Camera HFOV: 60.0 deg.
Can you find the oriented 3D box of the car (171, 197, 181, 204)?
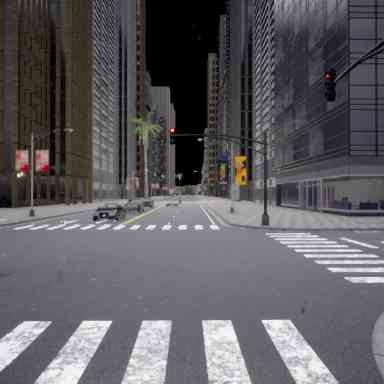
[{"bbox_3d":[-3.284,1.786,69.824,1.994,1.385,4.181,0,0,0],"label":"car"}]

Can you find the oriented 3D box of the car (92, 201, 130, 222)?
[{"bbox_3d":[-6.640,1.621,27.110,1.994,1.385,4.181,0,0,0],"label":"car"}]

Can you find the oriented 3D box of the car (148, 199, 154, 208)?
[{"bbox_3d":[-6.678,1.680,49.489,2.033,1.411,5.357,0,0,0],"label":"car"}]

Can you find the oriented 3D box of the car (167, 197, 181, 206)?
[{"bbox_3d":[-3.258,1.764,56.567,1.895,1.301,4.718,0,0,0],"label":"car"}]

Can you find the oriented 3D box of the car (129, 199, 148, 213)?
[{"bbox_3d":[-6.665,1.597,38.733,1.837,1.490,4.892,0,0,0],"label":"car"}]
